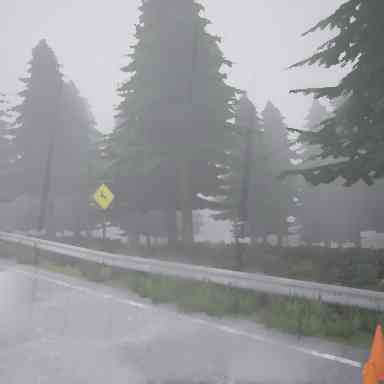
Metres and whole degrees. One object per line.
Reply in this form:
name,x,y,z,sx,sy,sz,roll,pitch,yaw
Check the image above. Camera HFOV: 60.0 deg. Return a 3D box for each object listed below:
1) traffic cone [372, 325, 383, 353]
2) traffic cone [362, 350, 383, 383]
traffic cone,2.322,1.956,4.124,0.340,0.580,0.340,0,0,34
traffic cone,1.775,1.956,3.289,0.340,0.580,0.340,0,0,34
